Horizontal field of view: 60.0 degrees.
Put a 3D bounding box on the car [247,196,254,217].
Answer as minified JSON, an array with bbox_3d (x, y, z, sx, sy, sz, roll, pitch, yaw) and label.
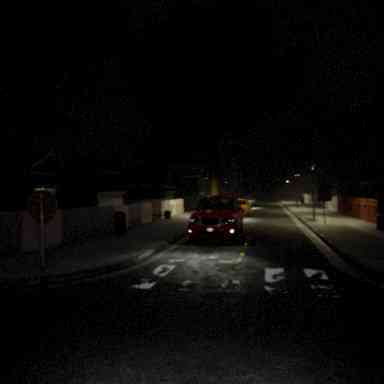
[{"bbox_3d":[4.276,1.375,29.970,1.882,1.535,5.008,-1,0,12],"label":"car"}]

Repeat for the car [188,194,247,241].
[{"bbox_3d":[1.339,1.179,16.711,2.150,2.045,5.566,-1,1,12],"label":"car"}]

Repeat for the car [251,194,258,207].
[{"bbox_3d":[7.917,1.346,46.146,1.812,1.442,4.674,-1,0,13],"label":"car"}]
